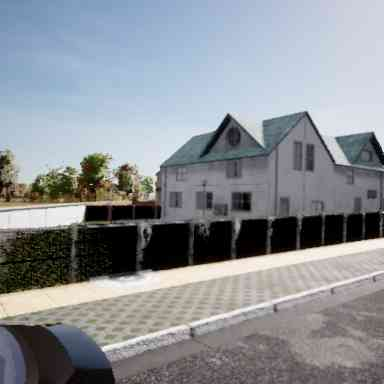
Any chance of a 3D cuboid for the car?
[{"bbox_3d":[-2.630,1.474,1.149,4.902,1.511,2.128,1,-1,-36],"label":"car"}]
